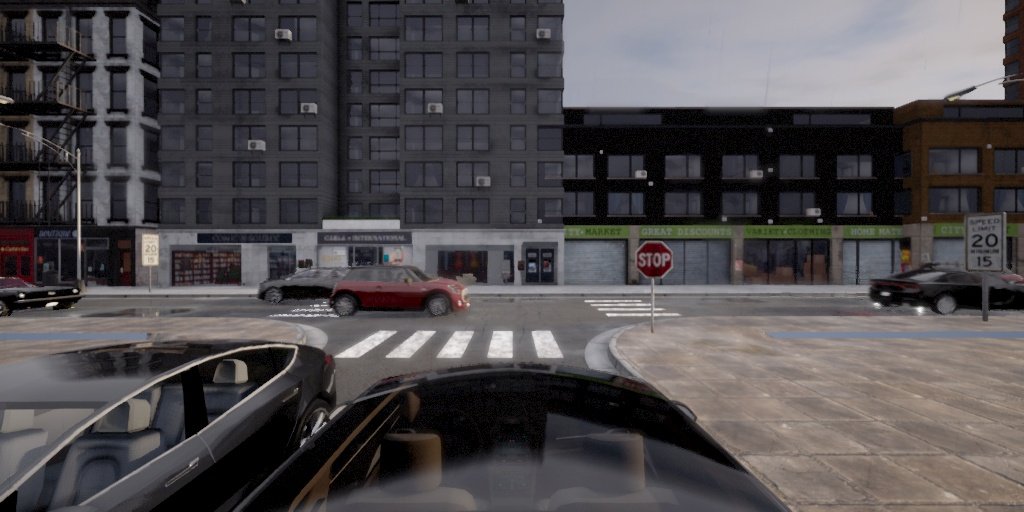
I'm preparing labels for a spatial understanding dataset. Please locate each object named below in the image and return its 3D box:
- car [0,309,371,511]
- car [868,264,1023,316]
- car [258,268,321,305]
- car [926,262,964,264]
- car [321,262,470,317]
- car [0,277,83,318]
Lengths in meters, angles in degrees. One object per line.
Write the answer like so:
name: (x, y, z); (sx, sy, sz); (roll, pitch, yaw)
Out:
car: (-2.640, 1.316, 2.005); (1.948, 1.339, 4.313); (0, 0, 0)
car: (15.667, 1.190, 12.636); (5.008, 1.535, 1.882); (0, 0, 1)
car: (-8.283, 1.249, 15.565); (4.902, 1.511, 2.128); (0, 0, 0)
car: (18.844, 1.051, 15.519); (4.553, 1.767, 2.097); (0, 0, 0)
car: (-3.794, 1.105, 12.607); (4.553, 1.767, 2.097); (0, 0, 0)
car: (-18.405, 1.395, 12.628); (4.718, 1.301, 1.895); (0, 0, 0)
